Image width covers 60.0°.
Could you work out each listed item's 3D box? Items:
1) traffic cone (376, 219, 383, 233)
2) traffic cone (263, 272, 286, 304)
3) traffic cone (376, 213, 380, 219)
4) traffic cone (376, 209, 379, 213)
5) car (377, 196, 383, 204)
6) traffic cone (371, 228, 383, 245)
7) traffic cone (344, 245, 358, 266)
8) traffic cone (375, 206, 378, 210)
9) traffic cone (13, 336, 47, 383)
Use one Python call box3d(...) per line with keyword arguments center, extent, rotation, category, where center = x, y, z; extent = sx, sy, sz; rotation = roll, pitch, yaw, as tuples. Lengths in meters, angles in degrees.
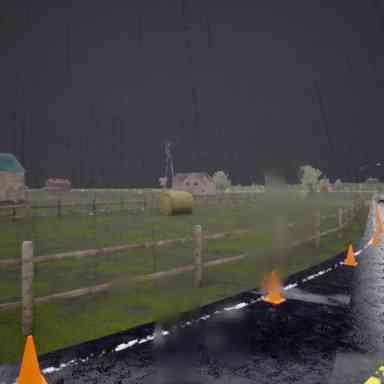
box3d(center=(10.323, 1.942, 18.207), extent=(0.340, 0.580, 0.340), rotation=(0, 0, 29), category="traffic cone")
box3d(center=(1.712, 1.956, 6.907), extent=(0.340, 0.580, 0.340), rotation=(0, 0, -44), category="traffic cone")
box3d(center=(12.716, 1.924, 22.591), extent=(0.340, 0.580, 0.340), rotation=(0, 0, 29), category="traffic cone")
box3d(center=(15.112, 1.904, 26.979), extent=(0.340, 0.580, 0.340), rotation=(0, 0, 29), category="traffic cone")
box3d(center=(32.725, 1.386, 56.752), extent=(1.895, 1.301, 4.718), rotation=(0, 0, 25), category="car")
box3d(center=(7.833, 1.950, 14.160), extent=(0.340, 0.580, 0.340), rotation=(0, 0, 34), category="traffic cone")
box3d(center=(4.954, 1.955, 10.381), extent=(0.340, 0.580, 0.340), rotation=(0, 0, 40), category="traffic cone")
box3d(center=(17.508, 1.881, 31.368), extent=(0.340, 0.580, 0.340), rotation=(0, 0, 29), category="traffic cone")
box3d(center=(-1.862, 1.951, 3.820), extent=(0.340, 0.580, 0.340), rotation=(0, 0, -37), category="traffic cone")
